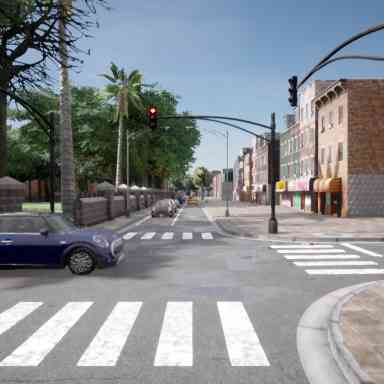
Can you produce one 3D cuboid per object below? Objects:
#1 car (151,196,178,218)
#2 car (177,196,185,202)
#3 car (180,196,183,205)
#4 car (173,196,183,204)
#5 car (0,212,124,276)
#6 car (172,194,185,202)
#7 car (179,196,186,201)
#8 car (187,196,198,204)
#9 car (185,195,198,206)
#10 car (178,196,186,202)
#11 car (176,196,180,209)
[{"bbox_3d":[-2.627,1.481,30.626,1.967,1.590,4.097,0,0,0],"label":"car"},{"bbox_3d":[-2.603,1.817,81.823,1.887,1.381,4.507,0,0,0],"label":"car"},{"bbox_3d":[-2.619,1.679,47.692,1.802,1.307,4.206,0,0,0],"label":"car"},{"bbox_3d":[-2.985,1.714,71.231,1.837,1.490,4.892,0,0,0],"label":"car"},{"bbox_3d":[-4.369,1.384,9.884,4.553,1.767,2.097,-1,0,0],"label":"car"},{"bbox_3d":[-2.949,1.401,64.262,2.150,2.045,5.566,0,0,0],"label":"car"},{"bbox_3d":[-2.598,1.913,93.200,1.947,1.339,4.313,-1,0,0],"label":"car"},{"bbox_3d":[0.128,1.689,68.865,2.128,1.511,4.902,0,0,0],"label":"car"},{"bbox_3d":[0.130,1.627,59.511,1.882,1.535,5.008,0,0,0],"label":"car"},{"bbox_3d":[-2.601,1.860,87.512,2.008,1.369,4.403,-1,0,0],"label":"car"},{"bbox_3d":[-2.623,1.497,36.314,1.967,1.590,4.097,0,0,0],"label":"car"}]
